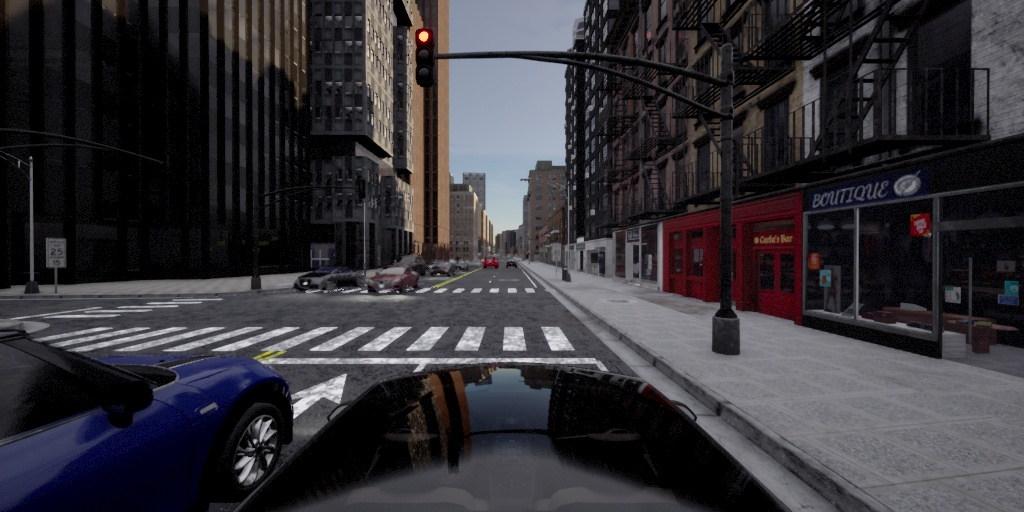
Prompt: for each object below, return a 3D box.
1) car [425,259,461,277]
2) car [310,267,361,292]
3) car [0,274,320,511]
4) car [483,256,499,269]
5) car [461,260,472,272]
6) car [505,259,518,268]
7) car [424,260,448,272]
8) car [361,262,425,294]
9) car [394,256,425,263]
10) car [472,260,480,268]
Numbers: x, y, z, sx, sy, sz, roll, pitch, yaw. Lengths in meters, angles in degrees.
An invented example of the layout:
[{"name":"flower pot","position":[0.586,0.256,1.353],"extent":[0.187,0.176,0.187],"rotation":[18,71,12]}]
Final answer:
[{"name":"car","position":[-6.697,1.305,35.295],"extent":[2.033,1.411,5.357],"rotation":[0,0,0]},{"name":"car","position":[-10.710,1.317,21.352],"extent":[1.994,1.385,4.181],"rotation":[0,0,14]},{"name":"car","position":[-3.145,1.102,1.592],"extent":[2.097,1.767,4.553],"rotation":[0,0,0]},{"name":"car","position":[-3.420,0.985,58.051],"extent":[2.150,2.045,5.566],"rotation":[0,0,0]},{"name":"car","position":[-6.732,1.325,46.809],"extent":[1.994,1.385,4.181],"rotation":[0,0,0]},{"name":"car","position":[-0.083,1.270,61.835],"extent":[1.837,1.490,4.892],"rotation":[0,0,0]},{"name":"car","position":[-9.979,1.253,47.301],"extent":[2.128,1.511,4.902],"rotation":[0,0,0]},{"name":"car","position":[-6.654,1.277,20.586],"extent":[1.812,1.442,4.674],"rotation":[0,0,0]},{"name":"car","position":[-9.945,0.981,34.781],"extent":[2.150,2.045,5.566],"rotation":[0,0,0]},{"name":"car","position":[-6.686,1.378,62.984],"extent":[1.895,1.301,4.718],"rotation":[0,0,0]}]
